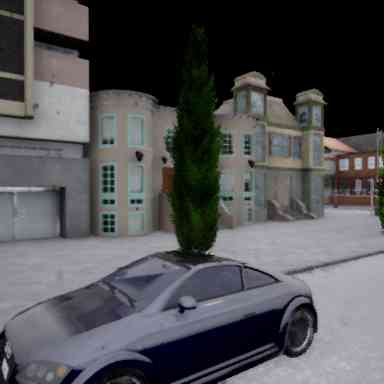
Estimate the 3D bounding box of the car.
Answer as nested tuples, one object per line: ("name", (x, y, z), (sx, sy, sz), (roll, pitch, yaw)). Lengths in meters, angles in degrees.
("car", (-0.217, 1.553, 4.444), (4.181, 1.385, 1.994), (0, 0, -35))
